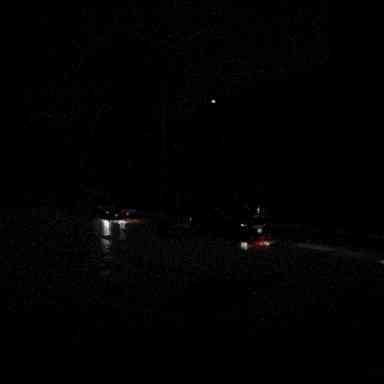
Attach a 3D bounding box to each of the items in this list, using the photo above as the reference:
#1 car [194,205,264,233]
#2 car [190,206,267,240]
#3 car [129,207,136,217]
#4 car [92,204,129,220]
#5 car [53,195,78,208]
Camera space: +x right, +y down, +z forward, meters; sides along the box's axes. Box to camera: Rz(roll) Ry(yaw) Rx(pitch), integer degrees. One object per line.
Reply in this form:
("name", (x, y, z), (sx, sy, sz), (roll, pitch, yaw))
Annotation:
("car", (2.332, 1.687, 22.078), (1.837, 1.490, 4.892), (1, -1, -35))
("car", (1.792, 1.581, 17.725), (2.128, 1.511, 4.902), (1, -1, -35))
("car", (-8.047, 2.058, 36.815), (1.895, 1.301, 4.718), (1, -2, -35))
("car", (-8.124, 1.866, 31.818), (1.812, 1.442, 4.674), (1, -2, -35))
("car", (-16.988, 1.443, 44.585), (2.150, 2.045, 5.566), (1, -2, -35))
